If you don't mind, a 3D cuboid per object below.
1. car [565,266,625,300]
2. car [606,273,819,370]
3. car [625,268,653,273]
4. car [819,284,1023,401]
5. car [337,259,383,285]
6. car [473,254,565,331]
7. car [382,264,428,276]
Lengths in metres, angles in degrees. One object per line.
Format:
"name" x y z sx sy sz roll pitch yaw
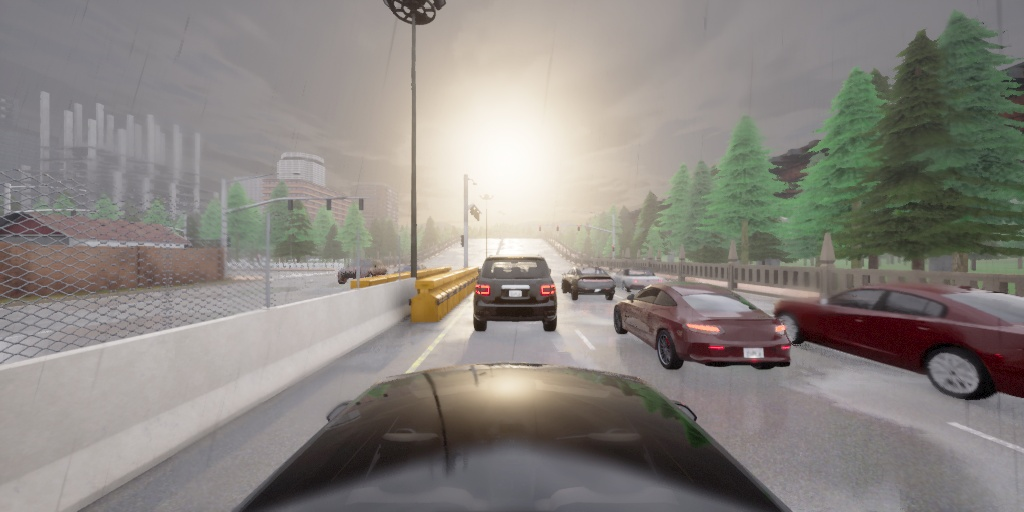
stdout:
"car" 3.573 1.242 17.453 2.128 1.511 4.902 0 0 0
"car" 3.592 1.276 7.632 1.812 1.442 4.674 0 0 0
"car" 7.065 1.351 20.961 1.895 1.301 4.718 0 0 0
"car" 7.090 1.227 6.438 1.882 1.535 5.008 0 0 0
"car" -10.542 1.024 25.605 2.097 1.767 4.553 0 0 0
"car" 0.081 0.971 11.072 2.150 2.045 5.566 0 0 0
"car" -7.044 1.297 25.402 2.033 1.411 5.357 0 0 0
